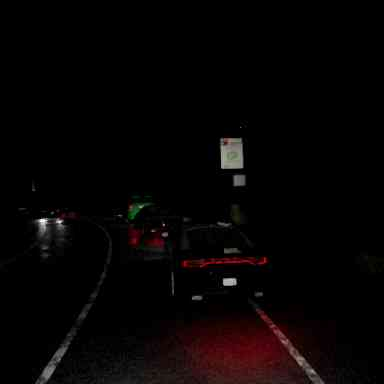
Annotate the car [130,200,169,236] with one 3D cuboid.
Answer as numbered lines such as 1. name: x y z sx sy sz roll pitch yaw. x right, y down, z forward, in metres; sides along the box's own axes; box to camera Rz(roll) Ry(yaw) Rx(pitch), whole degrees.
1. car: -2.046 1.445 18.580 1.882 1.535 5.008 -2 0 -18

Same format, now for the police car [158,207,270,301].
1. police car: 0.298 1.402 8.513 1.930 1.638 5.238 -1 0 -8

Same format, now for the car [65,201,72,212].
1. car: -17.036 1.855 42.275 4.902 1.511 2.128 -2 2 45

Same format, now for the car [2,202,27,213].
1. car: -27.542 2.343 51.560 4.892 1.490 1.837 -3 2 34

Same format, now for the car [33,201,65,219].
1. car: -15.012 1.874 34.238 1.837 1.490 4.892 -3 0 -37

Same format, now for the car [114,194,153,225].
1. car: -4.254 1.209 24.479 2.150 2.045 5.566 -2 0 -23
